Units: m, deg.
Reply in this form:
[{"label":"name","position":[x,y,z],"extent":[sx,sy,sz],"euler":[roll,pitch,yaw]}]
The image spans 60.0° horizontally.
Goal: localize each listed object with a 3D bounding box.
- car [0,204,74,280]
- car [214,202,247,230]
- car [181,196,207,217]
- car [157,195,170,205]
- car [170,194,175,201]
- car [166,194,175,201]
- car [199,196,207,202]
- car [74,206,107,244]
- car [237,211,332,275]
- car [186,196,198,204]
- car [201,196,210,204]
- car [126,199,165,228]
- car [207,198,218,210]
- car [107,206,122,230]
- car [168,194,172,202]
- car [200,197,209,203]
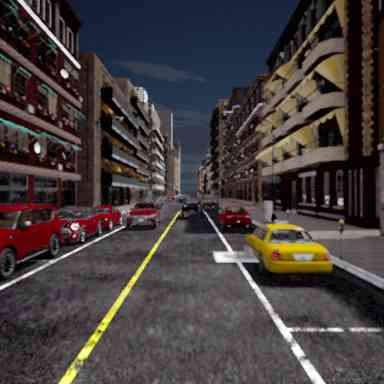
[{"label":"car","position":[-5.688,1.334,10.188],"extent":[2.192,1.841,5.009],"euler":[0,0,0]},{"label":"car","position":[2.691,1.584,21.456],"extent":[1.887,1.381,4.507],"euler":[0,0,0]},{"label":"car","position":[0.000,1.386,30.193],"extent":[2.128,1.511,4.902],"euler":[0,0,0]},{"label":"car","position":[-5.689,1.658,60.913],"extent":[2.008,1.369,4.403],"euler":[0,0,0]},{"label":"car","position":[-5.688,1.680,77.822],"extent":[1.887,1.381,4.507],"euler":[0,0,0]},{"label":"car","position":[-5.687,1.469,89.095],"extent":[2.192,1.841,5.009],"euler":[0,0,0]},{"label":"car","position":[2.692,1.726,83.454],"extent":[1.802,1.307,4.206],"euler":[0,0,0]},{"label":"car","position":[-5.689,1.469,15.823],"extent":[1.967,1.590,4.097],"euler":[0,0,0]},{"label":"car","position":[2.691,1.545,10.353],"extent":[1.752,1.417,4.829],"euler":[0,0,0]},{"label":"car","position":[0.000,1.466,61.146],"extent":[1.994,1.385,4.181],"euler":[0,0,0]},{"label":"car","position":[2.693,1.642,66.715],"extent":[1.752,1.417,4.829],"euler":[0,0,0]},{"label":"car","position":[-3.001,1.370,21.646],"extent":[1.812,1.442,4.674],"euler":[0,0,0]},{"label":"car","position":[2.692,1.630,44.000],"extent":[2.008,1.369,4.403],"euler":[0,0,0]},{"label":"car","position":[-5.689,1.584,21.460],"extent":[1.887,1.381,4.507],"euler":[0,0,0]},{"label":"car","position":[-5.689,1.667,66.550],"extent":[2.008,1.369,4.403],"euler":[0,0,0]},{"label":"car","position":[2.692,1.691,72.181],"extent":[1.947,1.339,4.313],"euler":[0,0,0]}]
